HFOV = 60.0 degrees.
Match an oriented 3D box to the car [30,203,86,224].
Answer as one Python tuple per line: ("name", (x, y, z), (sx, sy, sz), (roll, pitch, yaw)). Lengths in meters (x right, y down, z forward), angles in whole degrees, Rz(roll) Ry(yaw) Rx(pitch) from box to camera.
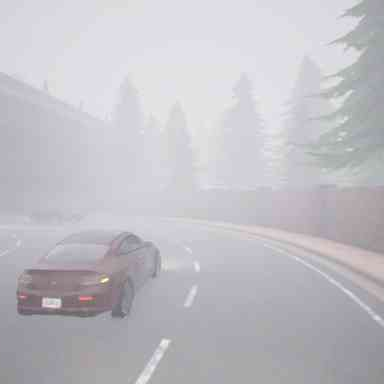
("car", (-10.689, 1.790, 26.201), (4.718, 1.301, 1.895), (0, 0, 35))

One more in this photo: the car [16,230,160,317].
("car", (-1.963, 1.576, 7.479), (1.812, 1.442, 4.674), (0, 0, 6))

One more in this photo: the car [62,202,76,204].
("car", (-11.946, 1.726, 30.806), (4.892, 1.490, 1.837), (0, 0, 31))
